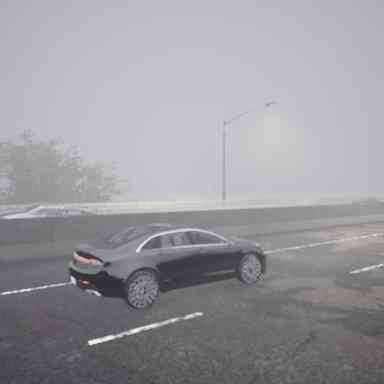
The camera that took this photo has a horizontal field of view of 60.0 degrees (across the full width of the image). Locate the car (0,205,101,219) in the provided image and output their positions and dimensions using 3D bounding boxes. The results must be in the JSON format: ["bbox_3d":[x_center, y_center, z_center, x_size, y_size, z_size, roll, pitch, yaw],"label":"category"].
[{"bbox_3d":[-6.544,1.537,16.519,5.357,1.411,2.033,0,0,-35],"label":"car"}]

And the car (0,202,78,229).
[{"bbox_3d":[-10.409,1.494,22.360,4.892,1.490,1.837,0,0,-35],"label":"car"}]

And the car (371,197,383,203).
[{"bbox_3d":[7.426,1.194,9.038,5.566,2.045,2.150,0,0,-35],"label":"car"}]

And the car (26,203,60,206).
[{"bbox_3d":[-8.603,1.515,19.350,4.674,1.442,1.812,0,0,-35],"label":"car"}]

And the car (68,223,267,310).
[{"bbox_3d":[-0.311,1.482,7.824,4.902,1.511,2.128,0,0,-35],"label":"car"}]

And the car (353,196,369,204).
[{"bbox_3d":[24.903,1.345,47.489,5.008,1.535,1.882,0,0,-35],"label":"car"}]

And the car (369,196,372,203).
[{"bbox_3d":[25.913,1.349,43.919,5.008,1.535,1.882,0,0,-35],"label":"car"}]
